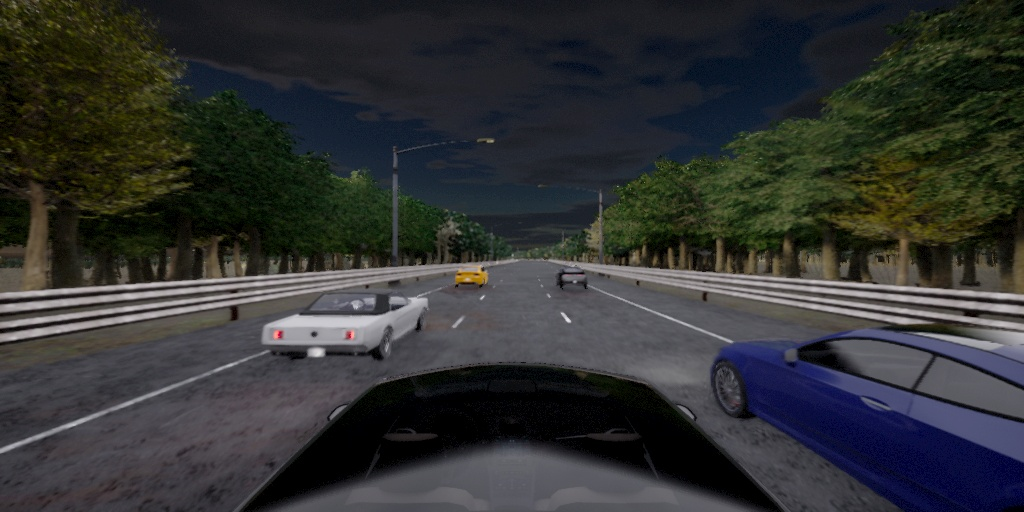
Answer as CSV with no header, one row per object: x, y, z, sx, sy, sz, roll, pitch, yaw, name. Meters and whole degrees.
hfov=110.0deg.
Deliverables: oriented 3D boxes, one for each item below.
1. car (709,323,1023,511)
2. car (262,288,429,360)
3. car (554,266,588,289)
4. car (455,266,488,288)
3.614,1.293,2.983,1.812,1.442,4.674,0,0,0,car
-3.352,1.405,8.423,1.895,1.301,4.718,0,-1,1,car
4.053,1.461,25.045,2.128,1.511,4.902,0,-1,2,car
-2.894,1.449,26.553,1.882,1.535,5.008,0,-1,2,car
